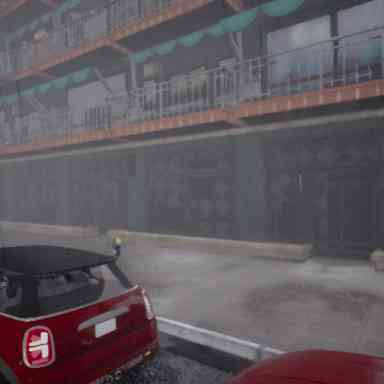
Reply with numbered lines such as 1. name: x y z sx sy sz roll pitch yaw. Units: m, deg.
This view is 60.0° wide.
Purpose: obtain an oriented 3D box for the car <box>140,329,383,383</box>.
1. car: 2.097 1.537 1.381 4.507 1.381 1.887 0 0 35

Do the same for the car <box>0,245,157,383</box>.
1. car: -2.494 1.473 4.654 4.097 1.590 1.967 0 0 35
